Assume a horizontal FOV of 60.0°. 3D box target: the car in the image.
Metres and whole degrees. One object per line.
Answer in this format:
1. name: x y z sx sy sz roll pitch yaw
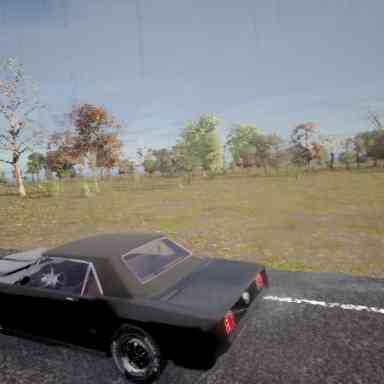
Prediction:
1. car: -1.443 1.304 4.774 4.718 1.301 1.895 -1 5 26
